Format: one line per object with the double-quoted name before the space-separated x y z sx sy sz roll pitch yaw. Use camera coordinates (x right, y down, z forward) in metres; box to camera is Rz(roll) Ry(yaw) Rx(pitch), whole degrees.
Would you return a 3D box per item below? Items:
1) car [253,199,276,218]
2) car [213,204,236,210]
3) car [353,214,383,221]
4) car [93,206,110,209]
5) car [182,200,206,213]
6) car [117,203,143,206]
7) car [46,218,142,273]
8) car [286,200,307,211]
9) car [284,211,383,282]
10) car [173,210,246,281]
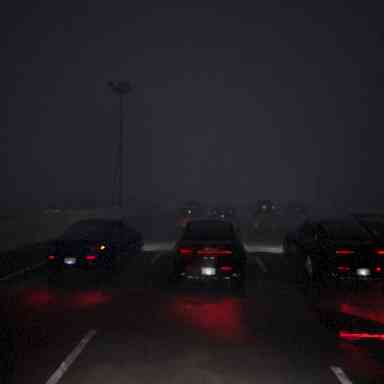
"car" 6.968 1.481 32.219 2.097 1.767 4.553 0 0 11
"car" 2.938 1.719 29.758 1.895 1.301 4.718 0 0 10
"car" 8.033 1.666 15.456 1.895 1.301 4.718 0 0 6
"car" -11.835 1.649 45.500 1.882 1.535 5.008 0 0 14
"car" 0.228 1.641 34.319 1.837 1.490 4.892 0 0 11
"car" -8.226 1.699 45.529 1.812 1.442 4.674 0 0 14
"car" -2.905 1.566 10.694 1.812 1.442 4.674 0 0 4
"car" 11.400 1.626 36.526 1.882 1.535 5.008 0 0 12
"car" 4.053 1.548 9.952 1.837 1.490 4.892 0 0 4
"car" 0.548 1.547 10.009 1.837 1.490 4.892 0 0 4
